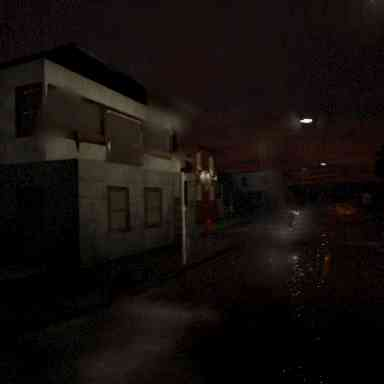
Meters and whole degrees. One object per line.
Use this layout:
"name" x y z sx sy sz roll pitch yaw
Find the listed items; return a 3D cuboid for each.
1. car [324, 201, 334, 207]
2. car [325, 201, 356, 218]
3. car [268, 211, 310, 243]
"car" 34.564 3.000 83.720 2.128 1.511 4.902 -2 -2 24
"car" 16.419 2.017 37.006 1.882 1.535 5.008 -1 -1 4
"car" 5.386 1.825 18.316 2.128 1.511 4.902 -2 -1 22
